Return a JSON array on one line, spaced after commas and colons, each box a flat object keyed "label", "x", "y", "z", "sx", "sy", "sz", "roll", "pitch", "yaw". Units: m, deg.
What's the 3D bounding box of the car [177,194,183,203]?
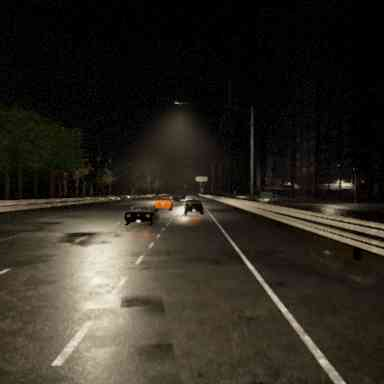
[{"label": "car", "x": -3.417, "y": 1.526, "z": 71.226, "sx": 1.837, "sy": 1.490, "sz": 4.892, "roll": 0, "pitch": 0, "yaw": 0}]

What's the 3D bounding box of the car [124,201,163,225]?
[{"label": "car", "x": -3.427, "y": 1.575, "z": 23.546, "sx": 1.895, "sy": 1.301, "sz": 4.718, "roll": 0, "pitch": 0, "yaw": 0}]

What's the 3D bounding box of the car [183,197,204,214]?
[{"label": "car", "x": 0.203, "y": 1.500, "z": 34.696, "sx": 1.837, "sy": 1.490, "sz": 4.892, "roll": 0, "pitch": 0, "yaw": 0}]

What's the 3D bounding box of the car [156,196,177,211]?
[{"label": "car", "x": -3.395, "y": 1.330, "z": 41.153, "sx": 2.097, "sy": 1.767, "sz": 4.553, "roll": 0, "pitch": 0, "yaw": 0}]
